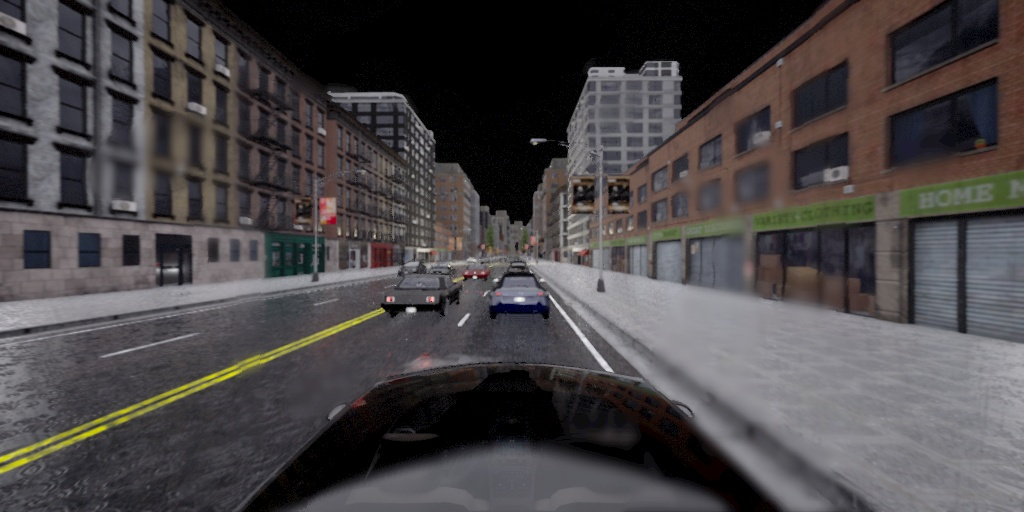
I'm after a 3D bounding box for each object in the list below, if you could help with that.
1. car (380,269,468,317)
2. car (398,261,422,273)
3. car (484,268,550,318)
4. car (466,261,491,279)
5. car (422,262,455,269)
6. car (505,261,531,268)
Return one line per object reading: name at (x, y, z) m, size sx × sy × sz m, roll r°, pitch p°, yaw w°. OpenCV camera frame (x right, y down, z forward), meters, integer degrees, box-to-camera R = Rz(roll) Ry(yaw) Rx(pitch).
car at (-2.989, 1.328, 12.988) m, size 1.895 × 1.301 × 4.718 m, roll 0°, pitch 0°, yaw 1°
car at (-9.349, 1.208, 34.104) m, size 1.812 × 1.442 × 4.674 m, roll 0°, pitch 0°, yaw 1°
car at (0.261, 1.292, 12.931) m, size 1.994 × 1.385 × 4.181 m, roll 0°, pitch 0°, yaw 1°
car at (-2.734, 1.296, 29.005) m, size 1.895 × 1.301 × 4.718 m, roll 0°, pitch 0°, yaw 1°
car at (-6.142, 1.252, 31.553) m, size 1.994 × 1.385 × 4.181 m, roll 0°, pitch 0°, yaw 1°
car at (0.533, 1.196, 30.509) m, size 1.837 × 1.490 × 4.892 m, roll 0°, pitch 0°, yaw 1°
